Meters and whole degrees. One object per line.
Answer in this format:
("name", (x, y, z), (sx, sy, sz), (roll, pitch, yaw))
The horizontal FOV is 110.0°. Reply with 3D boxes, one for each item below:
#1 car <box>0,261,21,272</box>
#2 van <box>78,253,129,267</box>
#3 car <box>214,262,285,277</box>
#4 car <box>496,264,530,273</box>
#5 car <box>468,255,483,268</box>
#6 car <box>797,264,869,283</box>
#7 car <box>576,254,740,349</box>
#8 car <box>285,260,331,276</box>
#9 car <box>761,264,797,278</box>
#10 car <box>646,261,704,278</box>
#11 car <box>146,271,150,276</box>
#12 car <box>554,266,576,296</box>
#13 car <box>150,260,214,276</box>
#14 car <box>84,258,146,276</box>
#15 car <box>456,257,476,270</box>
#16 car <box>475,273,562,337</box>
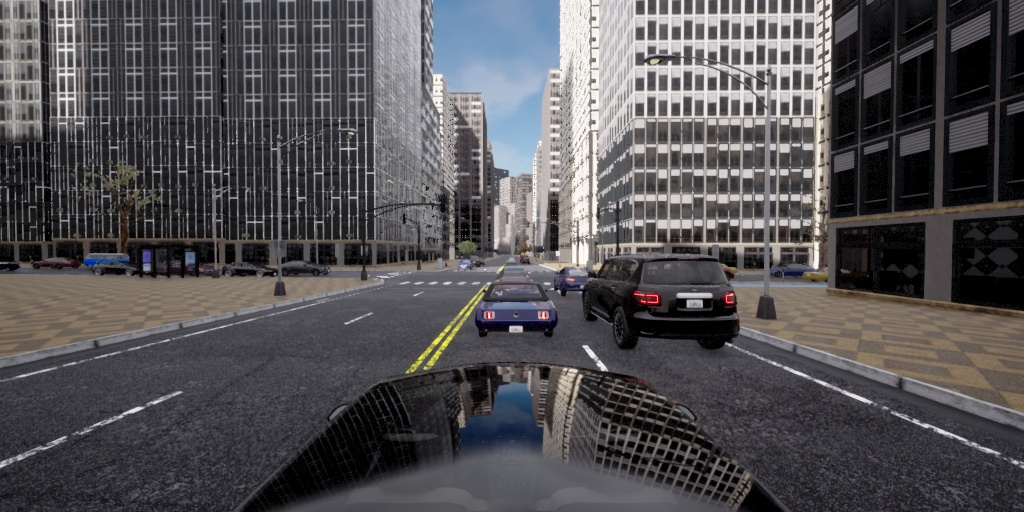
("car", (-50.588, 0.908, 34.494), (4.718, 1.301, 1.895), (1, 1, 2))
("van", (-45.341, 0.603, 40.128), (3.998, 1.789, 1.690), (0, 0, 1))
("car", (-22.772, 1.172, 31.193), (4.313, 1.339, 1.948), (0, 0, 1))
("car", (0.078, 1.304, 18.961), (1.994, 1.385, 4.181), (0, 0, 0))
("car", (-6.657, 0.921, 61.207), (2.150, 2.045, 5.566), (0, 0, 0))
("car", (27.602, 1.577, 30.539), (4.829, 1.417, 1.751), (0, 0, 1))
("car", (3.341, 0.968, 9.264), (2.150, 2.045, 5.566), (0, 0, 0))
("car", (-19.609, 1.117, 33.844), (4.674, 1.442, 1.812), (1, 1, 0))
("car", (27.903, 1.488, 36.312), (4.674, 1.442, 1.812), (1, 1, 1))
("car", (16.472, 1.339, 36.493), (5.008, 1.535, 1.882), (1, 1, 1))
("car", (-30.863, 1.037, 34.052), (5.357, 1.411, 2.033), (0, 1, 0))
("car", (3.327, 1.266, 18.956), (1.812, 1.442, 4.674), (0, 0, 0))
("car", (-28.456, 1.137, 31.318), (4.207, 1.307, 1.802), (0, 0, 1))
("car", (-34.137, 1.068, 31.484), (4.313, 1.339, 1.948), (0, 0, 1))
("car", (-6.658, 1.239, 51.247), (1.812, 1.442, 4.674), (0, 0, -2))
("car", (0.090, 1.347, 10.224), (1.895, 1.301, 4.718), (0, 0, 0))
